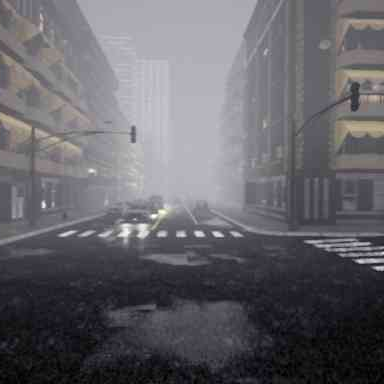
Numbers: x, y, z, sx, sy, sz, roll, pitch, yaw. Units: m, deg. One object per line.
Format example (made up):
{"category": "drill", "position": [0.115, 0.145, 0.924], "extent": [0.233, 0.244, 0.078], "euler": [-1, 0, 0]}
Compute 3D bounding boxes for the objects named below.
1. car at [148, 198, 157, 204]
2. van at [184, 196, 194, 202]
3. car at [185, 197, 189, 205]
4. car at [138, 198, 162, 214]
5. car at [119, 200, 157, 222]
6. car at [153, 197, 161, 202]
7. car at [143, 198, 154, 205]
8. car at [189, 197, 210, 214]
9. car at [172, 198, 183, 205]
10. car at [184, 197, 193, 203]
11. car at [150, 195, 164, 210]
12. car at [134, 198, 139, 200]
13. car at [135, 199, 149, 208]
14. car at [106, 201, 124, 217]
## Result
{"category": "car", "position": [-9.008, 1.961, 76.316], "extent": [1.802, 1.307, 4.206], "euler": [0, 0, -2]}
{"category": "van", "position": [-0.168, 1.733, 65.619], "extent": [1.690, 1.788, 3.998], "euler": [0, 0, -2]}
{"category": "car", "position": [0.299, 1.877, 54.572], "extent": [2.008, 1.369, 4.403], "euler": [0, 0, -2]}
{"category": "car", "position": [-4.755, 1.736, 37.314], "extent": [1.994, 1.385, 4.181], "euler": [1, 0, -3]}
{"category": "car", "position": [-4.338, 1.663, 27.439], "extent": [2.033, 1.411, 5.357], "euler": [1, 0, -2]}
{"category": "car", "position": [-9.709, 2.035, 92.884], "extent": [2.008, 1.369, 4.403], "euler": [0, 0, -2]}
{"category": "car", "position": [-8.534, 1.835, 65.100], "extent": [1.752, 1.417, 4.829], "euler": [0, 0, -2]}
{"category": "car", "position": [1.000, 1.670, 38.005], "extent": [1.967, 1.590, 4.097], "euler": [0, 0, -2]}
{"category": "car", "position": [-2.902, 1.852, 66.790], "extent": [1.882, 1.535, 5.008], "euler": [1, 0, -2]}
{"category": "car", "position": [-0.870, 2.039, 82.187], "extent": [1.887, 1.381, 4.507], "euler": [0, 0, -2]}
{"category": "car", "position": [-5.171, 1.454, 47.878], "extent": [2.150, 2.045, 5.566], "euler": [1, 0, -2]}
{"category": "car", "position": [-7.373, 1.715, 37.655], "extent": [1.947, 1.339, 4.313], "euler": [0, 0, -2]}
{"category": "car", "position": [-8.074, 1.827, 54.224], "extent": [1.802, 1.307, 4.206], "euler": [0, 0, -2]}
{"category": "car", "position": [-7.138, 1.668, 32.133], "extent": [2.008, 1.369, 4.403], "euler": [0, 0, -2]}
